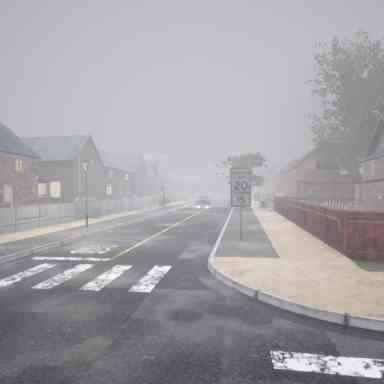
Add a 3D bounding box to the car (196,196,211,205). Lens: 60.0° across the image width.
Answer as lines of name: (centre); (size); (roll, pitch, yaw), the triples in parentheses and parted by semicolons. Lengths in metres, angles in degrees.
car: (1.869, 1.287, 50.794); (1.994, 1.385, 4.181); (-1, 0, 8)
